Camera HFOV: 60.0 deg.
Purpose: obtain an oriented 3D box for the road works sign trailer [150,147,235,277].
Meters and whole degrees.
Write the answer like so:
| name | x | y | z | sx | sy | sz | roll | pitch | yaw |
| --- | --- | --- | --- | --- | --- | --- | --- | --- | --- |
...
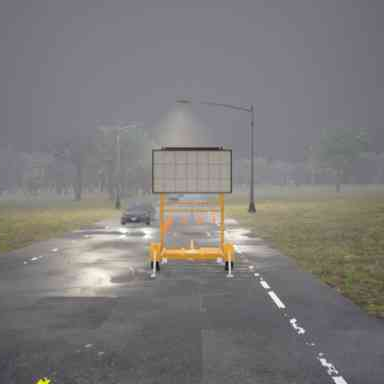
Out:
| name | x | y | z | sx | sy | sz | roll | pitch | yaw |
| --- | --- | --- | --- | --- | --- | --- | --- | --- | --- |
| road works sign trailer | 0.004 | 0.445 | 10.169 | 2.380 | 3.560 | 2.880 | 0 | 0 | 0 |

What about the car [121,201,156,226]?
| name | x | y | z | sx | sy | sz | roll | pitch | yaw |
| --- | --- | --- | --- | --- | --- | --- | --- | --- | --- |
| car | -3.588 | 1.429 | 22.873 | 1.837 | 1.490 | 4.892 | 0 | 0 | 0 |

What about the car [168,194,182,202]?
| name | x | y | z | sx | sy | sz | roll | pitch | yaw |
| --- | --- | --- | --- | --- | --- | --- | --- | --- | --- |
| car | -3.518 | 1.083 | 63.818 | 1.882 | 1.535 | 5.008 | 0 | 1 | 1 |
